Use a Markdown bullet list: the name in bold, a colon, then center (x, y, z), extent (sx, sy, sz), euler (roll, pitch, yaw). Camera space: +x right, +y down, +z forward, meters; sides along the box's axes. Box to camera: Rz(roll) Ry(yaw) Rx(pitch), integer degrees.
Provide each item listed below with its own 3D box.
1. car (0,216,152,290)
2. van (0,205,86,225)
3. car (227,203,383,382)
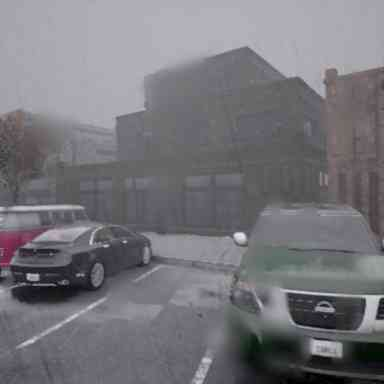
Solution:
- **car**: center (-2.719, 1.590, 9.371), extent (2.231, 1.521, 4.892), euler (-2, -2, 15)
- **van**: center (-5.071, 1.443, 11.186), extent (1.878, 1.987, 4.442), euler (-2, -2, 15)
- **car**: center (2.061, 1.246, 5.955), extent (2.435, 2.045, 5.566), euler (0, -1, 15)
